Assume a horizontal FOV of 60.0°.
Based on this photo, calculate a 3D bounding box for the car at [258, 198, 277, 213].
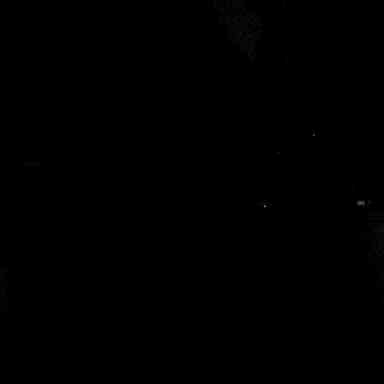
[{"bbox_3d":[7.018,1.386,36.154,2.097,1.767,4.553,1,0,-36],"label":"car"}]
